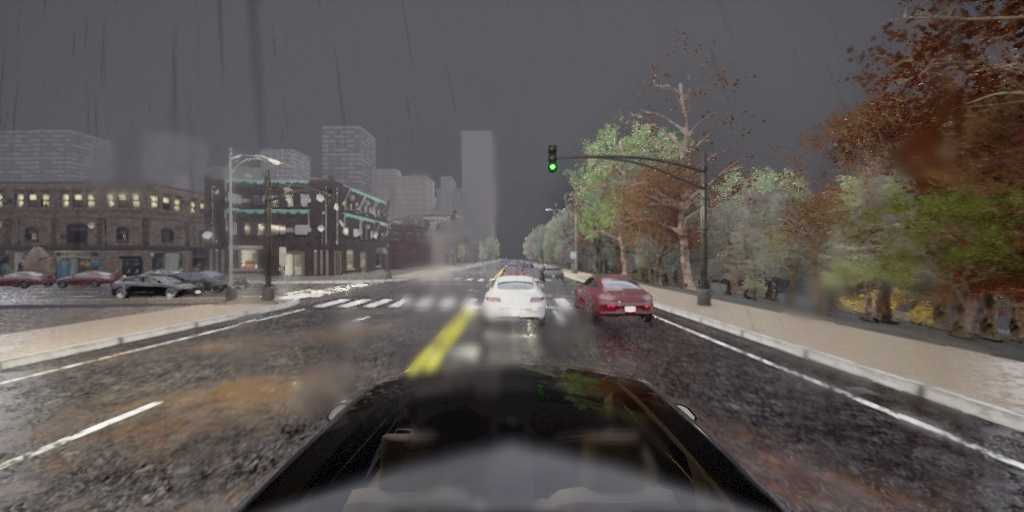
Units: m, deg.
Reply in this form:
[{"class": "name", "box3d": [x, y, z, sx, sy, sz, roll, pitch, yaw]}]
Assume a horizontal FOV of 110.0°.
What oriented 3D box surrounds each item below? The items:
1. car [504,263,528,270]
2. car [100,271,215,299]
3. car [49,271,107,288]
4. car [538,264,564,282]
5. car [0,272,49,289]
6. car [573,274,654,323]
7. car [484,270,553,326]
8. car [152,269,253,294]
[{"class": "car", "box3d": [0.115, 1.543, 30.405, 1.895, 1.301, 4.718, 0, 0, 0]}, {"class": "car", "box3d": [-19.938, 1.692, 20.305, 4.313, 1.339, 1.948, 0, 0, 0]}, {"class": "car", "box3d": [-33.802, 1.841, 28.831, 4.207, 1.307, 1.802, 0, 0, 0]}, {"class": "car", "box3d": [3.364, 1.439, 31.327, 2.128, 1.511, 4.902, 0, 0, 0]}, {"class": "car", "box3d": [-39.336, 1.903, 28.841, 4.207, 1.307, 1.802, 0, 0, 0]}, {"class": "car", "box3d": [3.344, 1.348, 12.421, 1.812, 1.442, 4.674, 0, 0, 0]}, {"class": "car", "box3d": [0.107, 1.344, 11.886, 1.812, 1.442, 4.674, 0, 0, 0]}, {"class": "car", "box3d": [-19.873, 1.664, 23.016, 5.357, 1.411, 2.033, -1, 0, 1]}]
